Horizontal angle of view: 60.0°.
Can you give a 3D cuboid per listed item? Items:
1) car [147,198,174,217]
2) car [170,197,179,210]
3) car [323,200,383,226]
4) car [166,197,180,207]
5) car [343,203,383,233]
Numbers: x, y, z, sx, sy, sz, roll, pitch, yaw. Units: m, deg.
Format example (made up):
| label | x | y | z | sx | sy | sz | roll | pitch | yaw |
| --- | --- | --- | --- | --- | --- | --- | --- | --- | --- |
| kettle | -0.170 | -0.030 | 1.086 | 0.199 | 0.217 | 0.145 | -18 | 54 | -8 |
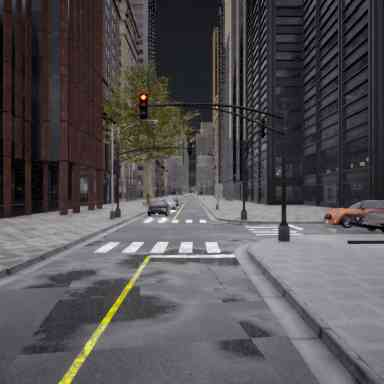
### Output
| label | x | y | z | sx | sy | sz | roll | pitch | yaw |
| --- | --- | --- | --- | --- | --- | --- | --- | --- | --- |
| car | -3.085 | 1.552 | 31.632 | 2.033 | 1.411 | 5.357 | 0 | 0 | 0 |
| car | -3.071 | 1.538 | 43.037 | 1.812 | 1.442 | 4.674 | 0 | 0 | 0 |
| car | 10.855 | 1.311 | 21.207 | 4.553 | 1.767 | 2.097 | 0 | 0 | 0 |
| car | -3.062 | 1.580 | 54.140 | 2.033 | 1.411 | 5.357 | 0 | 0 | 0 |
| car | 11.534 | 1.491 | 18.108 | 5.357 | 1.411 | 2.033 | 0 | 0 | 0 |
